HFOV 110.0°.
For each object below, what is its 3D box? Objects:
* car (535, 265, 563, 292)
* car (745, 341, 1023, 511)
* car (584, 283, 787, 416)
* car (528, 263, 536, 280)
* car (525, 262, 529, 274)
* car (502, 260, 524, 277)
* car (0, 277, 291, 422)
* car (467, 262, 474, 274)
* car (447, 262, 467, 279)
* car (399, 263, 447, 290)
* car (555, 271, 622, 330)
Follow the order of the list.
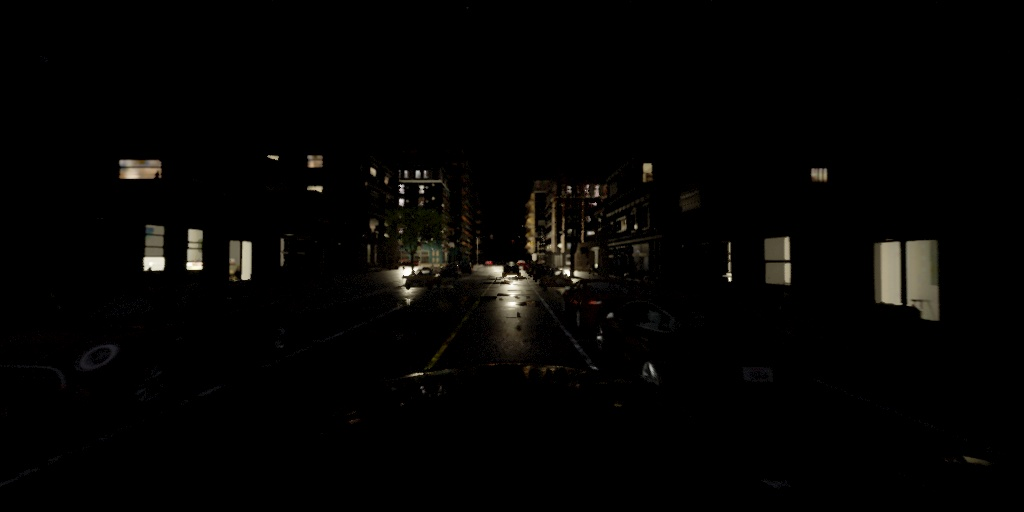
[{"bbox_3d":[2.670,1.415,22.457,1.751,1.417,4.829,0,0,0],"label":"car"},{"bbox_3d":[2.701,1.307,0.461,1.948,1.339,4.313,0,0,0],"label":"car"},{"bbox_3d":[2.678,1.344,5.994,1.948,1.339,4.313,0,0,0],"label":"car"},{"bbox_3d":[2.677,1.498,30.677,2.007,1.370,4.403,0,0,0],"label":"car"},{"bbox_3d":[2.674,1.567,38.222,1.948,1.339,4.313,0,0,0],"label":"car"},{"bbox_3d":[-0.054,1.507,40.172,2.128,1.511,4.902,0,0,0],"label":"car"},{"bbox_3d":[-5.702,1.219,5.961,1.967,1.591,4.097,0,0,0],"label":"car"},{"bbox_3d":[-5.998,1.498,46.087,1.967,1.591,4.097,0,0,0],"label":"car"},{"bbox_3d":[-5.947,1.531,35.269,2.007,1.370,4.403,0,0,0],"label":"car"},{"bbox_3d":[-5.847,1.429,24.034,1.751,1.417,4.829,0,0,0],"label":"car"},{"bbox_3d":[2.663,1.359,11.220,1.888,1.381,4.507,0,0,0],"label":"car"}]
